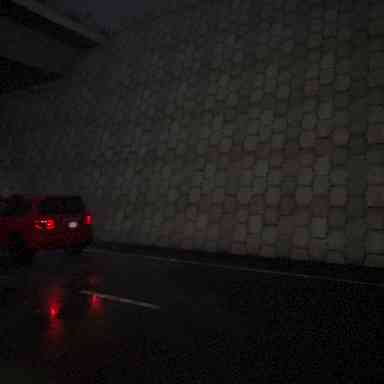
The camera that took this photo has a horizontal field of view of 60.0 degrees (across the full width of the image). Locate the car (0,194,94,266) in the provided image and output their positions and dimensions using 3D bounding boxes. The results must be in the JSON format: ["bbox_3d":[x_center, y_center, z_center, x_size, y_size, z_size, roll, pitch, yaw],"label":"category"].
[{"bbox_3d":[-5.860,1.124,11.377,5.566,2.045,2.150,-1,0,31],"label":"car"}]
